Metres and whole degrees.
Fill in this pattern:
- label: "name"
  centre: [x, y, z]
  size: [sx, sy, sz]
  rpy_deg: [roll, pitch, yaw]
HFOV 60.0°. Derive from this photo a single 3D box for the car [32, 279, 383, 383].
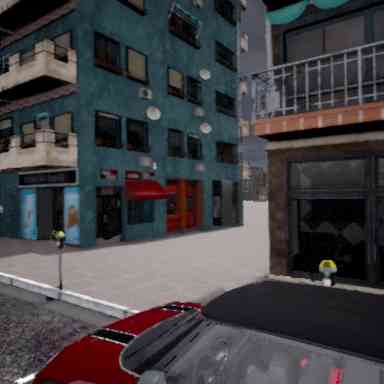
- label: "car"
  centre: [0.557, 1.445, 2.488]
  size: [4.097, 1.590, 1.967]
  rpy_deg: [0, -1, 35]
